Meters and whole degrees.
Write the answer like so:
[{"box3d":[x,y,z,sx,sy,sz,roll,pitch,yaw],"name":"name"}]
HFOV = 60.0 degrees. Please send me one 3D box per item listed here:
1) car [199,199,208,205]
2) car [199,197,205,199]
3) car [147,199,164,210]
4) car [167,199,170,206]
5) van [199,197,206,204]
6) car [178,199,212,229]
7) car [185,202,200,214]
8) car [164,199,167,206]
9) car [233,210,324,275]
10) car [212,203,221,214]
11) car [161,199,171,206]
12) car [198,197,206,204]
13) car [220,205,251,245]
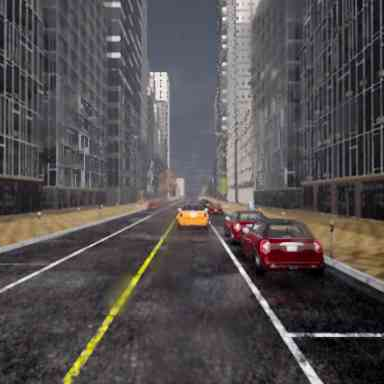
[{"box3d":[2.632,2.321,79.167,1.947,1.339,4.313,0,0,0],"name":"car"},{"box3d":[2.641,2.222,67.783,1.947,1.339,4.313,0,-1,0],"name":"car"},{"box3d":[-5.727,2.049,50.708,1.887,1.381,4.507,0,-1,0],"name":"car"},{"box3d":[-5.740,2.202,67.785,1.887,1.381,4.507,0,-1,0],"name":"car"},{"box3d":[2.628,2.145,84.863,1.690,1.788,3.998,0,0,0],"name":"van"},{"box3d":[0.081,1.598,23.929,2.097,1.767,4.553,0,-1,0],"name":"car"},{"box3d":[0.060,1.942,41.411,1.812,1.442,4.674,0,-1,0],"name":"car"},{"box3d":[-5.731,2.138,56.401,1.802,1.307,4.206,0,-1,0],"name":"car"},{"box3d":[2.684,1.553,10.864,1.967,1.590,4.097,0,-1,0],"name":"car"},{"box3d":[2.662,1.941,39.324,1.887,1.381,4.507,0,-1,0],"name":"car"},{"box3d":[-5.745,2.274,73.478,1.947,1.339,4.313,0,-1,0],"name":"car"},{"box3d":[2.624,2.292,90.553,1.967,1.590,4.097,0,0,0],"name":"car"},{"box3d":[2.679,1.611,16.556,1.967,1.590,4.097,0,-1,0],"name":"car"}]
